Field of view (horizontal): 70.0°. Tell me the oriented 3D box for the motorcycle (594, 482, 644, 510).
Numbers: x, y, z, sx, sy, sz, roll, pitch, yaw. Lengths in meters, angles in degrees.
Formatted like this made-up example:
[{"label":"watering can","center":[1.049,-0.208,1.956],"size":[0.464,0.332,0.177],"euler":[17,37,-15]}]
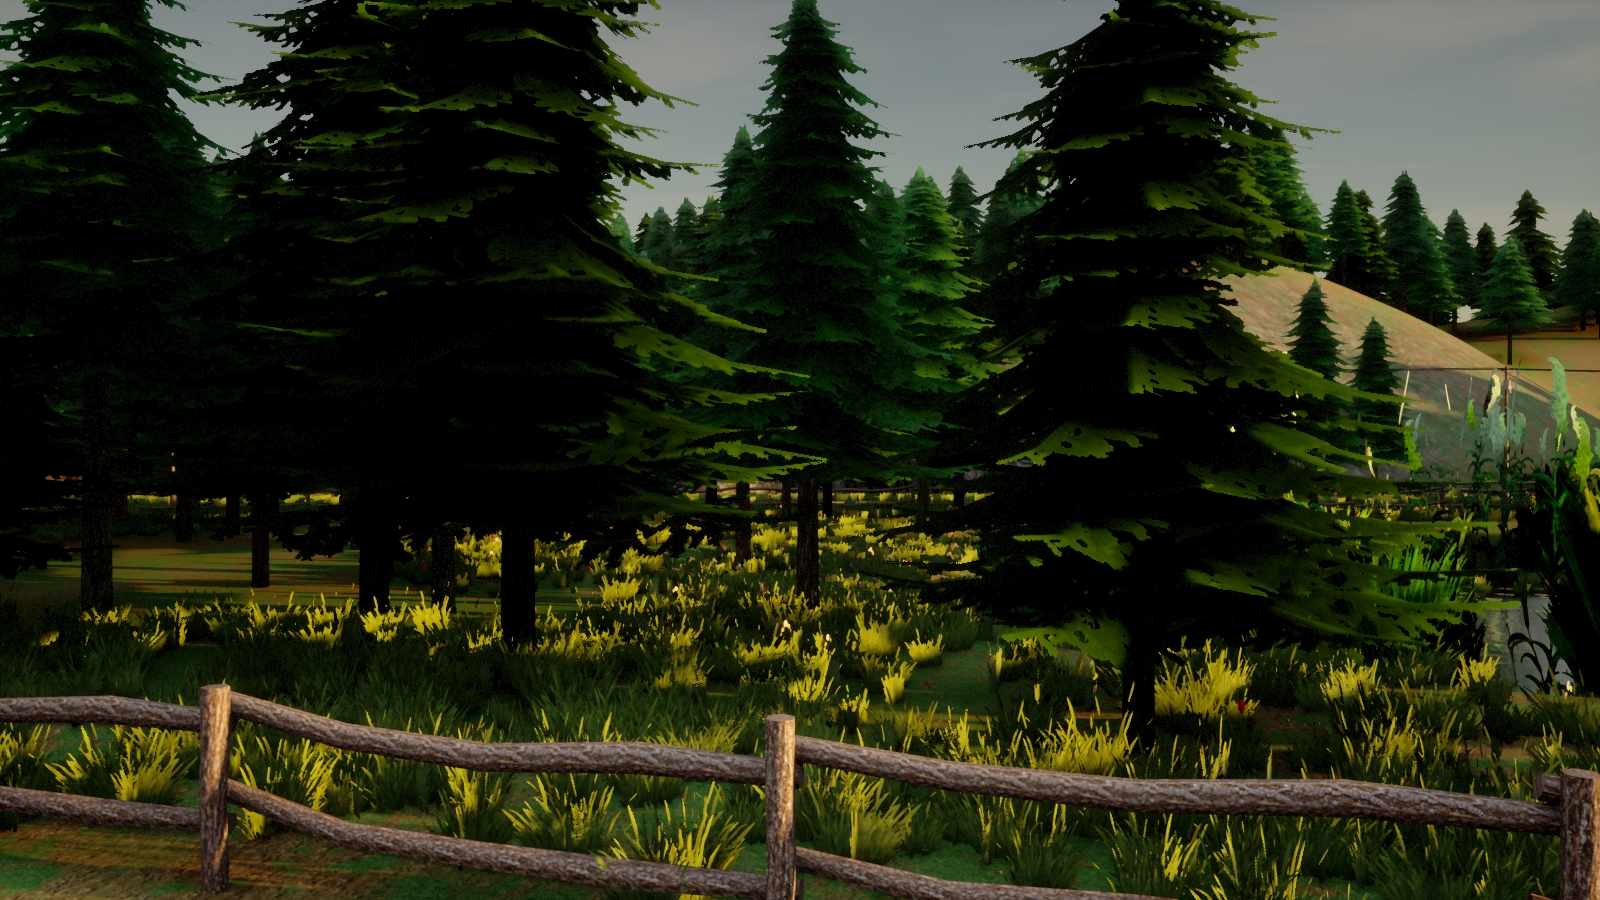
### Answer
[{"label":"motorcycle","center":[-8.573,2.178,54.111],"size":[2.209,1.251,0.867],"euler":[0,0,14]}]
